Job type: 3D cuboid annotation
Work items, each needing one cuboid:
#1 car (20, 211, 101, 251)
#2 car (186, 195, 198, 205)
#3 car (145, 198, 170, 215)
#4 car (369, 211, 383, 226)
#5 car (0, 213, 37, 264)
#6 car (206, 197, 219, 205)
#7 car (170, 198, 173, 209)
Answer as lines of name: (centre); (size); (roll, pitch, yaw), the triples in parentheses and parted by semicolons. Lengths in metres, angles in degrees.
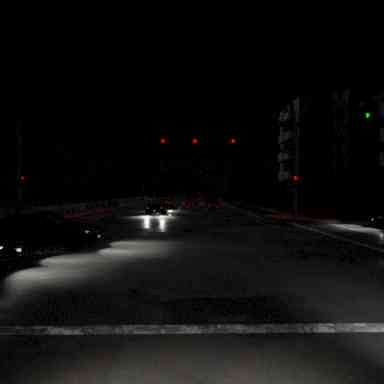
car: (-6.132, 1.527, 13.559); (4.674, 1.442, 1.812); (0, 0, 0)
car: (-0.004, 1.356, 58.187); (2.097, 1.767, 4.553); (0, 0, 0)
car: (-3.585, 1.528, 34.026); (1.812, 1.442, 4.674); (0, 0, 0)
car: (13.954, 1.506, 21.267); (4.892, 1.490, 1.837); (0, 0, -1)
car: (-7.646, 1.505, 10.049); (4.892, 1.490, 1.837); (0, 0, 0)
car: (3.496, 1.530, 58.232); (1.812, 1.442, 4.674); (0, 0, 0)
car: (-3.578, 1.481, 44.501); (1.882, 1.535, 5.008); (0, 0, 0)
